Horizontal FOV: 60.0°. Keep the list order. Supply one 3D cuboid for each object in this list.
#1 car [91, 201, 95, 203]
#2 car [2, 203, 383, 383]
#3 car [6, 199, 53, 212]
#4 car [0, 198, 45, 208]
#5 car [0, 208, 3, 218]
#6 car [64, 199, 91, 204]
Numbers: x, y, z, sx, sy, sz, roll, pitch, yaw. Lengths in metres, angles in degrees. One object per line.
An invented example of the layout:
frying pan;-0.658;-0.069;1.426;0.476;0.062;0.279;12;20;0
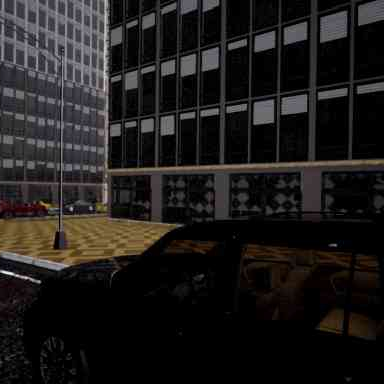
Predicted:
car;-9.337;1.828;40.263;1.752;1.417;4.829;1;0;37
car;0.665;1.221;3.209;5.566;2.045;2.150;0;0;36
car;-19.632;1.640;40.456;1.752;1.417;4.829;1;0;37
car;-16.161;1.517;31.071;2.192;1.841;5.009;1;0;37
car;-7.318;1.347;8.929;4.553;1.767;2.097;0;0;36
car;-14.697;1.703;42.739;1.837;1.490;4.892;1;0;37
